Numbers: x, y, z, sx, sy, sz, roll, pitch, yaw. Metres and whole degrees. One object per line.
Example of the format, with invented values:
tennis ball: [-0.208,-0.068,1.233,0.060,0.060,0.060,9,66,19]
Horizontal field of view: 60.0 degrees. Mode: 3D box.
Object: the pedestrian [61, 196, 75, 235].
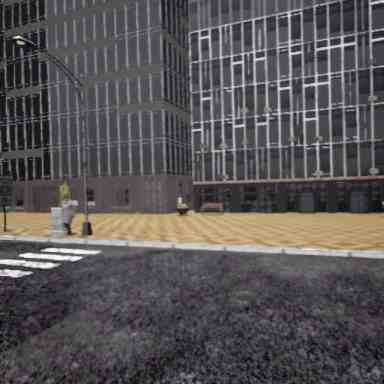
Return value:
pedestrian: [-5.783,1.068,15.549,0.375,1.860,0.375,-1,1,21]
